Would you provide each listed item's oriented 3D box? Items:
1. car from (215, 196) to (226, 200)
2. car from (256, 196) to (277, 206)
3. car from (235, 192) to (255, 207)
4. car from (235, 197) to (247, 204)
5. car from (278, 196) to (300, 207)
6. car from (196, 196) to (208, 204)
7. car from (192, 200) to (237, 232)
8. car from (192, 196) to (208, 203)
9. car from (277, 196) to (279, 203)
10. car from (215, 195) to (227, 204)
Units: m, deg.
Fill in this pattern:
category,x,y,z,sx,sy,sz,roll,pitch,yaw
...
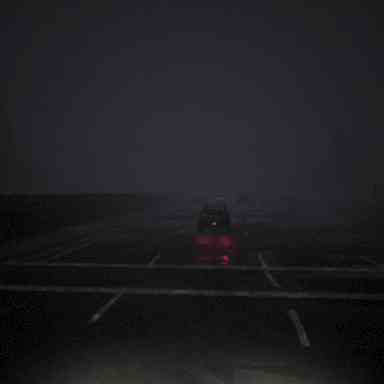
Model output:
category,x,y,z,sx,sy,sz,roll,pitch,yaw
car,4.477,1.519,51.754,1.895,1.301,4.718,0,0,6
car,11.485,1.527,51.495,1.895,1.301,4.718,0,0,6
car,7.921,1.145,51.002,2.150,2.045,5.566,0,0,6
car,8.844,1.509,60.545,1.895,1.301,4.718,0,0,6
car,14.885,1.479,50.299,2.033,1.411,5.357,0,0,6
car,1.873,1.464,61.189,1.994,1.385,4.181,0,0,6
car,1.406,1.460,20.009,2.128,1.511,4.902,0,0,6
car,1.031,1.418,52.476,1.837,1.490,4.892,0,0,6
car,15.808,1.443,59.841,1.812,1.442,4.674,0,0,6
car,5.357,1.396,60.852,2.128,1.511,4.902,0,0,6
